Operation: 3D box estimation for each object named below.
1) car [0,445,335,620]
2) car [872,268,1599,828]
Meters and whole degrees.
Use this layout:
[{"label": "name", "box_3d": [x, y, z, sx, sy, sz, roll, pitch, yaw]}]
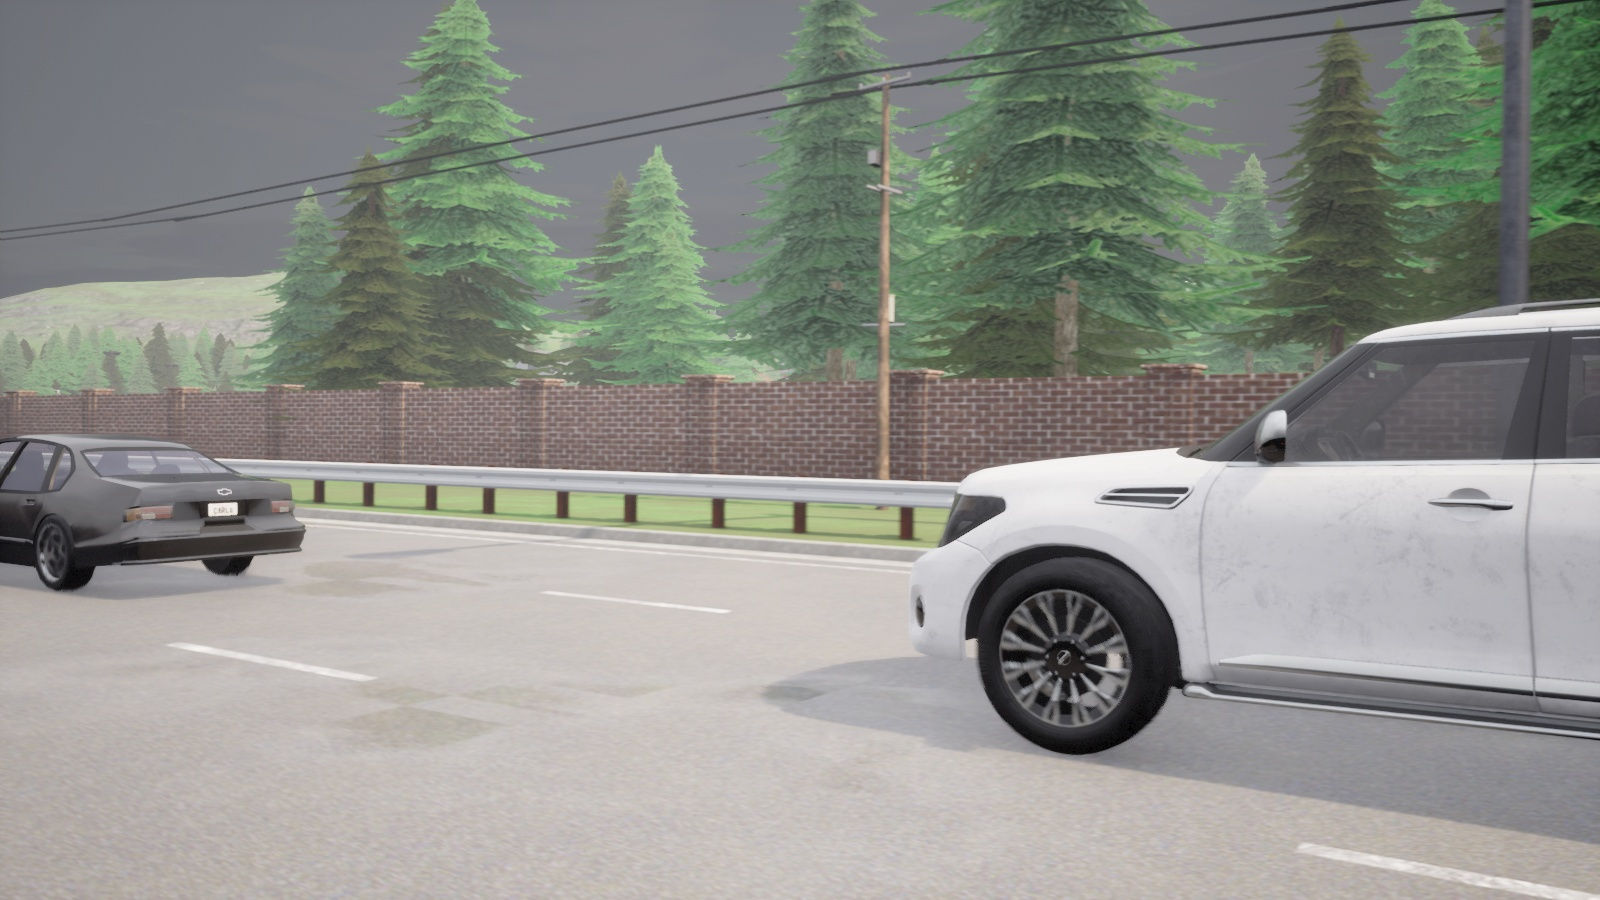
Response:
[{"label": "car", "box_3d": [-7.255, 0.672, 12.646, 5.357, 1.411, 2.033, 0, 1, 34]}, {"label": "car", "box_3d": [3.281, 0.344, 5.640, 5.566, 2.045, 2.150, 0, 1, 34]}]
